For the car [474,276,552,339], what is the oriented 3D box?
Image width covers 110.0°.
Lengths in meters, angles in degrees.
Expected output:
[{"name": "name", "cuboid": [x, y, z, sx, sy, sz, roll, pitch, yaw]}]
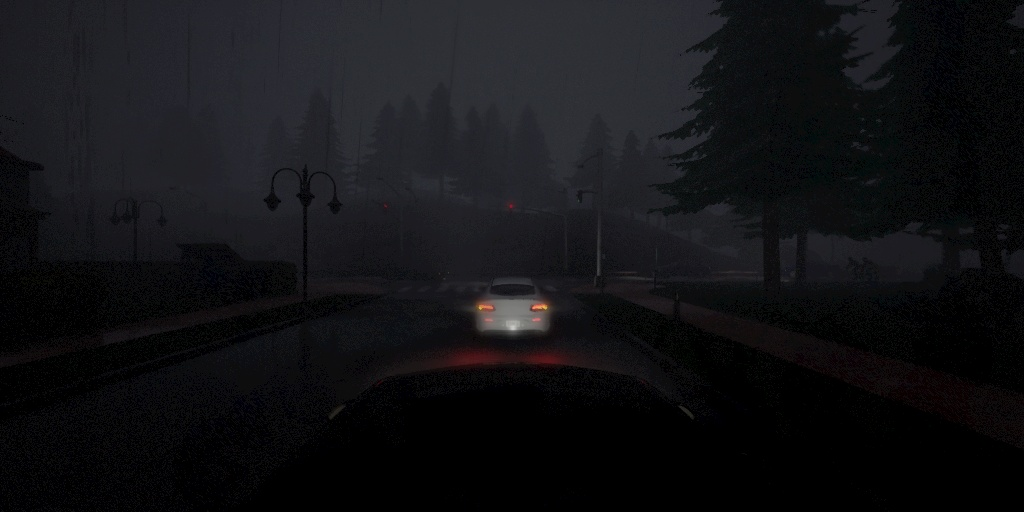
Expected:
[{"name": "car", "cuboid": [0.023, 1.276, 9.935, 1.812, 1.442, 4.674, 0, 0, 0]}]

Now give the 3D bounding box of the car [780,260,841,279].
[{"name": "car", "cuboid": [24.386, 1.065, 29.900, 5.008, 1.535, 1.882, 0, 0, 0]}]

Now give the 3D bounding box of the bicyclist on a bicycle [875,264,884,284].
[{"name": "bicyclist on a bicycle", "cuboid": [21.781, 0.892, 21.954, 0.582, 1.620, 1.656, 0, 0, -14]}]

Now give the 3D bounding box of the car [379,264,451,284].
[{"name": "car", "cuboid": [-6.747, 1.219, 25.118, 4.718, 1.301, 1.895, 1, 1, 14]}]

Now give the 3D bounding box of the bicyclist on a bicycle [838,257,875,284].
[{"name": "bicyclist on a bicycle", "cuboid": [21.134, 0.891, 22.213, 0.582, 1.620, 1.656, 0, 0, -16]}]

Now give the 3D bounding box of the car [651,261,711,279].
[{"name": "car", "cuboid": [14.065, 1.113, 29.864, 4.674, 1.442, 1.812, 0, 0, -1]}]
